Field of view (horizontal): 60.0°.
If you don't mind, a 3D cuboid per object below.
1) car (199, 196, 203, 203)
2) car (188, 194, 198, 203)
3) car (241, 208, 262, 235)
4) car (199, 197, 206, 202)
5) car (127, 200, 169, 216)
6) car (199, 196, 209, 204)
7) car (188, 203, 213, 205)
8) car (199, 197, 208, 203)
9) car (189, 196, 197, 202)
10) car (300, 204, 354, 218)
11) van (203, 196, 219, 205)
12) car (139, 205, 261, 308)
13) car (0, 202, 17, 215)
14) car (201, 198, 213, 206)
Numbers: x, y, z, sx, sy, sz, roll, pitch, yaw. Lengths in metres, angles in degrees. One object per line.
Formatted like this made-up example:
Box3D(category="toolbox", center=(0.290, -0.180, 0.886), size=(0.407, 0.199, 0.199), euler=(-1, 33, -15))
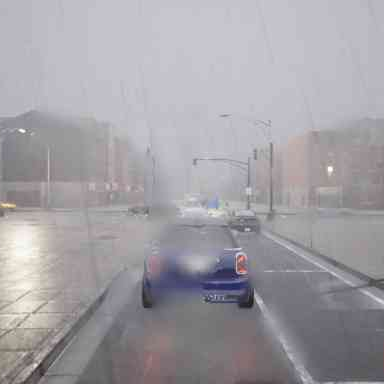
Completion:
Box3D(category="car", center=(2.725, 1.516, 55.669), size=(2.192, 1.841, 5.009), euler=(-1, 0, 0))
Box3D(category="car", center=(0.147, 1.583, 75.065), size=(2.150, 2.045, 5.566), euler=(0, -1, 0))
Box3D(category="car", center=(2.661, 1.572, 18.128), size=(2.008, 1.369, 4.403), euler=(-1, 0, 0))
Box3D(category="car", center=(2.800, 2.138, 92.696), size=(1.802, 1.307, 4.206), euler=(-2, -1, 0))
Box3D(category="car", center=(-3.632, 1.515, 31.517), size=(4.902, 1.511, 2.128), euler=(0, 1, -20))
Box3D(category="car", center=(2.767, 1.824, 76.828), size=(1.967, 1.590, 4.097), euler=(-1, -1, 0))
Box3D(category="car", center=(0.164, 1.546, 17.878), size=(1.812, 1.442, 4.674), euler=(0, 0, 1))
Box3D(category="car", center=(2.780, 1.982, 82.117), size=(1.887, 1.381, 4.507), euler=(-1, -1, 0))
Box3D(category="car", center=(0.167, 1.845, 85.454), size=(2.033, 1.411, 5.357), euler=(0, -1, 0))
Box3D(category="car", center=(13.312, 1.826, 33.081), size=(4.718, 1.301, 1.895), euler=(1, 1, 1))
Box3D(category="van", center=(2.706, 1.474, 45.087), size=(1.690, 1.788, 3.998), euler=(-1, 0, 0))
Box3D(category="car", center=(0.114, 1.355, 8.058), size=(2.097, 1.767, 4.553), euler=(0, 0, 0))
Box3D(category="car", center=(-18.551, 1.317, 30.229), size=(5.008, 1.535, 1.882), euler=(1, 1, 0))
Box3D(category="car", center=(2.740, 1.793, 60.956), size=(2.008, 1.369, 4.403), euler=(-1, -1, 0))
